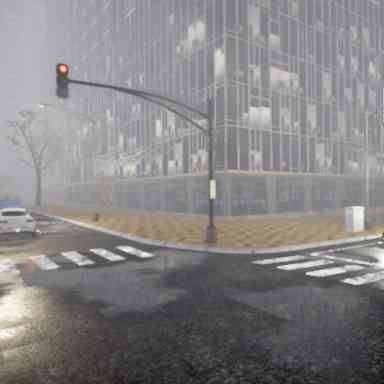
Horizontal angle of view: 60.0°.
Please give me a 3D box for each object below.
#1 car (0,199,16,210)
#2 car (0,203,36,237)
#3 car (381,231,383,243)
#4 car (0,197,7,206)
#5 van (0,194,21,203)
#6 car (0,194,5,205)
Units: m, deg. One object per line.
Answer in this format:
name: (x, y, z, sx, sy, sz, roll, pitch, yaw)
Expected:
car: (-24.779, 1.573, 44.505, 1.802, 1.307, 4.206, 0, 0, -34)
car: (-9.320, 1.521, 17.201, 1.812, 1.442, 4.674, 0, 0, -34)
car: (10.437, 1.743, 15.109, 4.181, 1.385, 1.994, 1, -1, -36)
car: (-31.187, 1.575, 53.895, 1.802, 1.307, 4.206, 0, 0, -34)
van: (-21.575, 1.330, 39.811, 1.690, 1.788, 3.998, 0, 0, -34)
car: (-34.391, 1.309, 58.590, 2.192, 1.841, 5.009, 0, 0, -34)
